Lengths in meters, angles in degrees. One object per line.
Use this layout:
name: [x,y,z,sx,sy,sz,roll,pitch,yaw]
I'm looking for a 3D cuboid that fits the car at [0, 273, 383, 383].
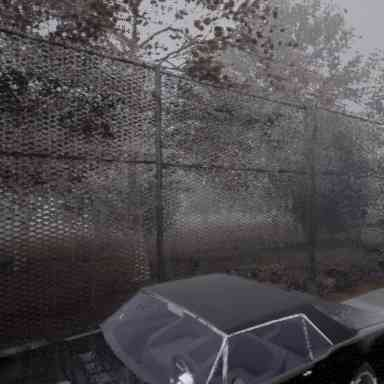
car: [-0.039,1.601,3.043,4.718,1.301,1.895,0,0,-35]
